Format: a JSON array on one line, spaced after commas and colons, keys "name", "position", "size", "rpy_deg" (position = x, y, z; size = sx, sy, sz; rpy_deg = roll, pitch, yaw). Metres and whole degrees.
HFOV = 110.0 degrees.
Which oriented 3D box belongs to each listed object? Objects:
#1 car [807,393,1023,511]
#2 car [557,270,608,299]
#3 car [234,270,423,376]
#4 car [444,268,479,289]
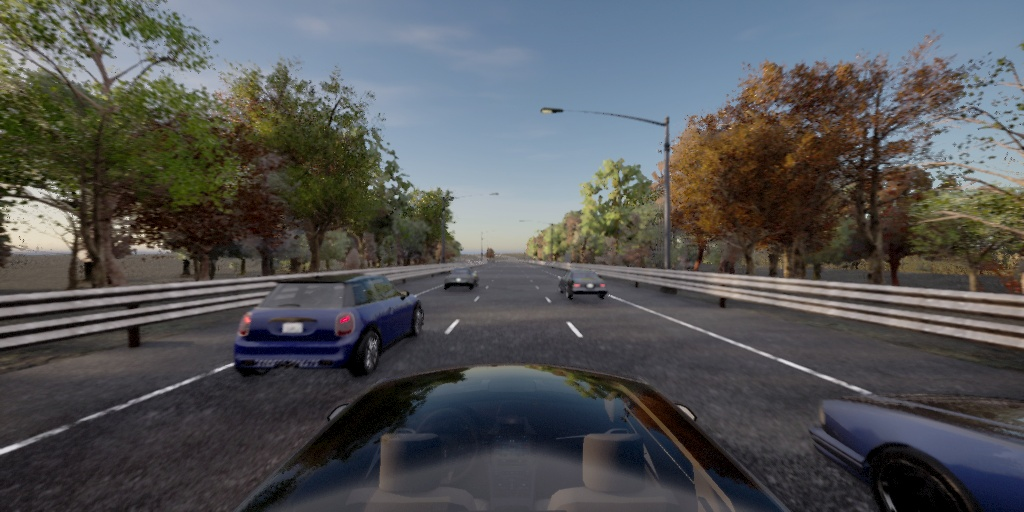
[{"name": "car", "position": [3.594, 1.290, 0.736], "size": [2.033, 1.411, 5.357], "rpy_deg": [0, 0, 0]}, {"name": "car", "position": [3.603, 1.436, 19.039], "size": [2.033, 1.411, 5.357], "rpy_deg": [0, 0, 0]}, {"name": "car", "position": [-3.400, 1.149, 7.688], "size": [2.097, 1.767, 4.553], "rpy_deg": [0, 0, 0]}, {"name": "car", "position": [-3.396, 1.500, 24.787], "size": [1.994, 1.385, 4.181], "rpy_deg": [0, 0, 0]}]
